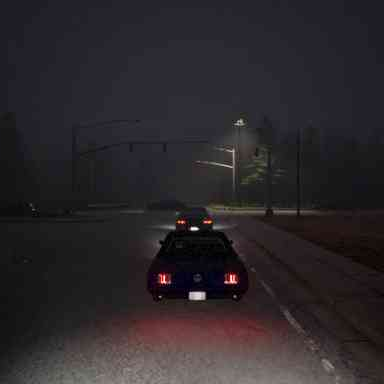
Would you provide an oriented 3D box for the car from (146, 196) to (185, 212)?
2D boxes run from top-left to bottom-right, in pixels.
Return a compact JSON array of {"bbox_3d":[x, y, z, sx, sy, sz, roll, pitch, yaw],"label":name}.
[{"bbox_3d":[-3.002,1.517,38.376,4.674,1.442,1.812,0,0,1],"label":"car"}]

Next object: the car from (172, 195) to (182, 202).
[{"bbox_3d":[-3.387,1.429,74.080,1.882,1.535,5.008,0,0,1],"label":"car"}]

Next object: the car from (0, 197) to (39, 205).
[{"bbox_3d":[-18.326,1.363,34.959,4.553,1.767,2.097,0,0,1],"label":"car"}]

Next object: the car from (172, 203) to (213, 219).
[{"bbox_3d":[0.108,1.512,17.318,1.812,1.442,4.674,0,0,0],"label":"car"}]

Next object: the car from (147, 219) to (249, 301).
[{"bbox_3d":[0.103,1.596,8.263,1.895,1.301,4.718,0,0,0],"label":"car"}]

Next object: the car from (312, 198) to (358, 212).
[{"bbox_3d":[16.313,1.487,38.018,4.902,1.511,2.128,0,0,1],"label":"car"}]
